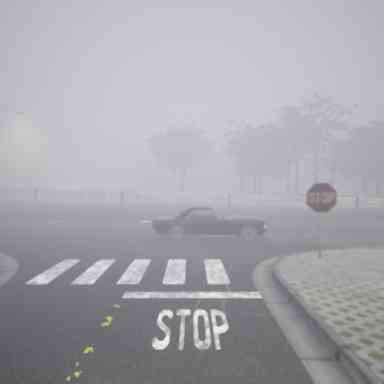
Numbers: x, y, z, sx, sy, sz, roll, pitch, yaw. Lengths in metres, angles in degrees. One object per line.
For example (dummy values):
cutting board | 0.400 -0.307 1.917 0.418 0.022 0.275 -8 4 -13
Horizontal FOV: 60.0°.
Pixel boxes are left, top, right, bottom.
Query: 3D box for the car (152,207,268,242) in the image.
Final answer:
car | 0.734 1.298 14.148 4.718 1.301 1.895 1 2 -2
